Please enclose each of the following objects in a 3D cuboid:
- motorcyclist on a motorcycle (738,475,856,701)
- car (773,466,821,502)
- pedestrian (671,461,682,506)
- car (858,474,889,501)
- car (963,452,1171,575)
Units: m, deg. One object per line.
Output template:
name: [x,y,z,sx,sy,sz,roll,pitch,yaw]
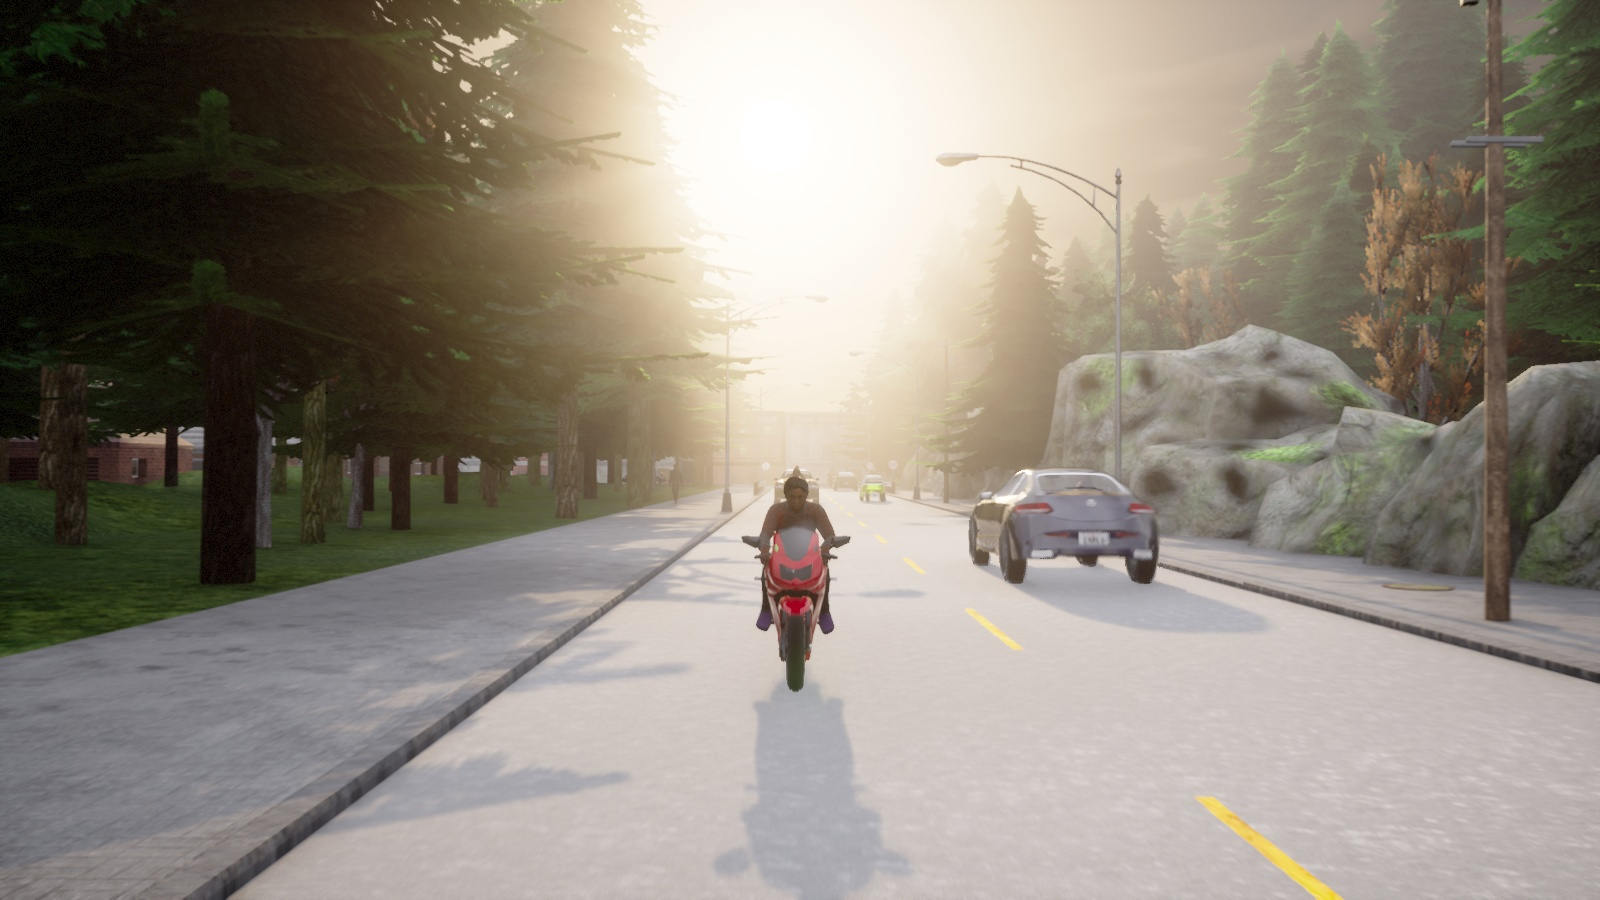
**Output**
motorcyclist on a motorcycle: [-0.023,0.957,9.560,0.797,1.523,2.044,0,-1,0]
car: [-0.141,1.589,59.490,2.152,1.651,5.027,0,-1,0]
pedestrian: [-5.350,1.456,54.348,0.423,1.949,0.788,0,-1,0]
car: [3.845,1.954,65.700,1.481,1.376,2.207,0,-1,0]
car: [3.953,0.905,19.556,2.152,1.651,5.027,0,-1,0]
